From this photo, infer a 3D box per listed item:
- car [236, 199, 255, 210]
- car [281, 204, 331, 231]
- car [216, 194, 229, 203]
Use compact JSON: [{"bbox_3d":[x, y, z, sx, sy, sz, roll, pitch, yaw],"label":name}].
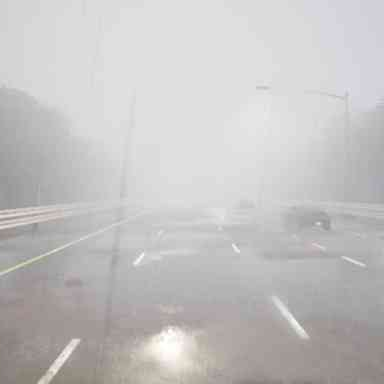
[{"bbox_3d":[6.981,1.560,43.486,2.033,1.411,5.357,0,0,0],"label":"car"},{"bbox_3d":[6.990,1.508,20.771,1.837,1.490,4.892,0,0,0],"label":"car"},{"bbox_3d":[7.039,1.405,73.564,2.097,1.767,4.553,0,0,0],"label":"car"}]
